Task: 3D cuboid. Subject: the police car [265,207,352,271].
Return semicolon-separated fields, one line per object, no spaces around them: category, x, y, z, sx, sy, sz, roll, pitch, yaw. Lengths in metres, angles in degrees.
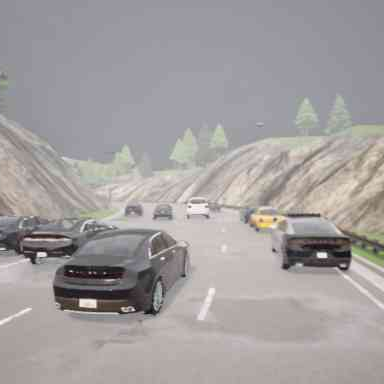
police car;3.843;1.524;11.515;1.930;1.638;5.238;-1;-1;8

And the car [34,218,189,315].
car;-1.300;1.613;7.879;1.837;1.490;4.892;0;-1;10

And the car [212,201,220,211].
car;2.799;2.034;48.154;2.128;1.511;4.902;0;-1;-9

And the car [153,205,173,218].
car;-2.896;1.976;33.702;2.033;1.411;5.357;-1;-1;-2

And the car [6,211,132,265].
car;-4.148;1.681;12.343;2.128;1.511;4.902;-1;-1;8

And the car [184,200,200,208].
car;0.020;2.307;62.721;1.994;1.385;4.181;0;-1;-16

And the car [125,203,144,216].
car;-6.764;2.035;39.126;1.837;1.490;4.892;0;-1;-4

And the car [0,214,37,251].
car;-7.378;1.755;14.723;1.837;1.490;4.892;0;0;7

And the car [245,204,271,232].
car;4.843;1.666;21.752;1.801;1.575;5.366;-1;-1;3

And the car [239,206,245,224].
car;5.069;1.783;27.681;1.837;1.490;4.892;-1;-1;1

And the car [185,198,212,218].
car;0.504;1.631;34.790;2.150;2.045;5.566;0;0;-2
